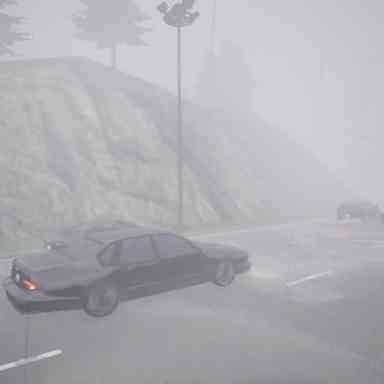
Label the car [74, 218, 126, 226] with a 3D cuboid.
[{"bbox_3d":[-2.538,1.549,10.796,4.181,1.385,1.994,-1,0,-38],"label":"car"}]

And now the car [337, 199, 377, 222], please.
[{"bbox_3d":[12.180,1.309,24.294,1.837,1.490,4.892,0,0,43],"label":"car"}]

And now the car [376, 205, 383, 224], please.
[{"bbox_3d":[13.003,1.413,20.036,1.895,1.301,4.718,0,0,44],"label":"car"}]

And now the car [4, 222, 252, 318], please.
[{"bbox_3d":[-1.084,1.532,7.427,5.357,1.411,2.033,-1,0,-38],"label":"car"}]
